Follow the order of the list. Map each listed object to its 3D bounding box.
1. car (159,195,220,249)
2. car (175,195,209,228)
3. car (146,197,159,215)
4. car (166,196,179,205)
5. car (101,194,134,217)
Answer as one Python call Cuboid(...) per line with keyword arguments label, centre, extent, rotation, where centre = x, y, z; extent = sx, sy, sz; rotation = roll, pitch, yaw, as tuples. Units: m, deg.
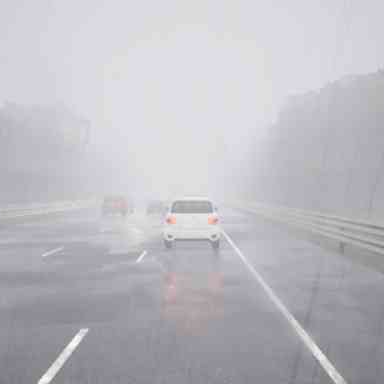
Cuboid(label="car", centre=(0.003, 1.226, 14.627), extent=(2.150, 2.045, 5.566), rotation=(0, 0, 0))
Cuboid(label="car", centre=(-0.004, 1.238, 23.723), extent=(2.150, 2.045, 5.566), rotation=(0, 0, 0))
Cuboid(label="car", centre=(-3.438, 1.531, 33.568), extent=(1.837, 1.490, 4.892), rotation=(0, 1, 0))
Cuboid(label="car", centre=(-3.396, 1.497, 58.762), extent=(1.882, 1.535, 5.008), rotation=(0, 0, 0))
Cuboid(label="car", centre=(-6.956, 1.246, 31.635), extent=(2.150, 2.045, 5.566), rotation=(0, 0, 1))
